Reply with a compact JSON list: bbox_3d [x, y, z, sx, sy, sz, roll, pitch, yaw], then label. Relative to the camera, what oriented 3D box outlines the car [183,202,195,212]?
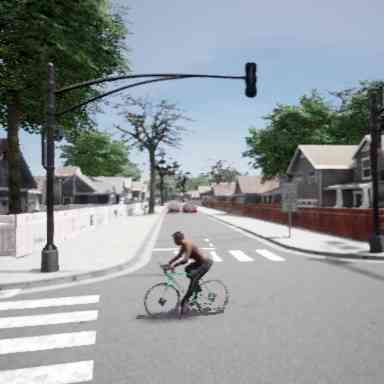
[{"bbox_3d":[-0.615,2.733,61.638,2.097,1.767,4.553,0,-1,-4],"label":"car"}]

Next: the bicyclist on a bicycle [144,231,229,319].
[{"bbox_3d":[-0.092,1.558,6.291,1.656,1.620,0.582,0,-1,-13],"label":"bicyclist on a bicycle"}]

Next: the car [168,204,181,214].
[{"bbox_3d":[-2.956,2.736,55.253,1.882,1.535,5.008,0,-1,-4],"label":"car"}]

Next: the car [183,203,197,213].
[{"bbox_3d":[-0.164,2.801,55.193,1.994,1.385,4.181,0,-1,-3],"label":"car"}]
